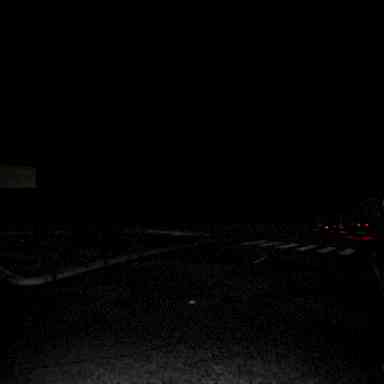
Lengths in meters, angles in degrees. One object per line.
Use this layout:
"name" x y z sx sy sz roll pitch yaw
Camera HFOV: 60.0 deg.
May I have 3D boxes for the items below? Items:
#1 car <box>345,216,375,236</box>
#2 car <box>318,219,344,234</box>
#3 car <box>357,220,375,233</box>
"car" 18.942 3.784 37.319 2.150 2.045 5.566 1 -4 31
"car" 16.117 4.070 38.938 1.994 1.385 4.181 1 -4 31
"car" 24.246 4.762 46.242 1.882 1.535 5.008 1 -3 31
